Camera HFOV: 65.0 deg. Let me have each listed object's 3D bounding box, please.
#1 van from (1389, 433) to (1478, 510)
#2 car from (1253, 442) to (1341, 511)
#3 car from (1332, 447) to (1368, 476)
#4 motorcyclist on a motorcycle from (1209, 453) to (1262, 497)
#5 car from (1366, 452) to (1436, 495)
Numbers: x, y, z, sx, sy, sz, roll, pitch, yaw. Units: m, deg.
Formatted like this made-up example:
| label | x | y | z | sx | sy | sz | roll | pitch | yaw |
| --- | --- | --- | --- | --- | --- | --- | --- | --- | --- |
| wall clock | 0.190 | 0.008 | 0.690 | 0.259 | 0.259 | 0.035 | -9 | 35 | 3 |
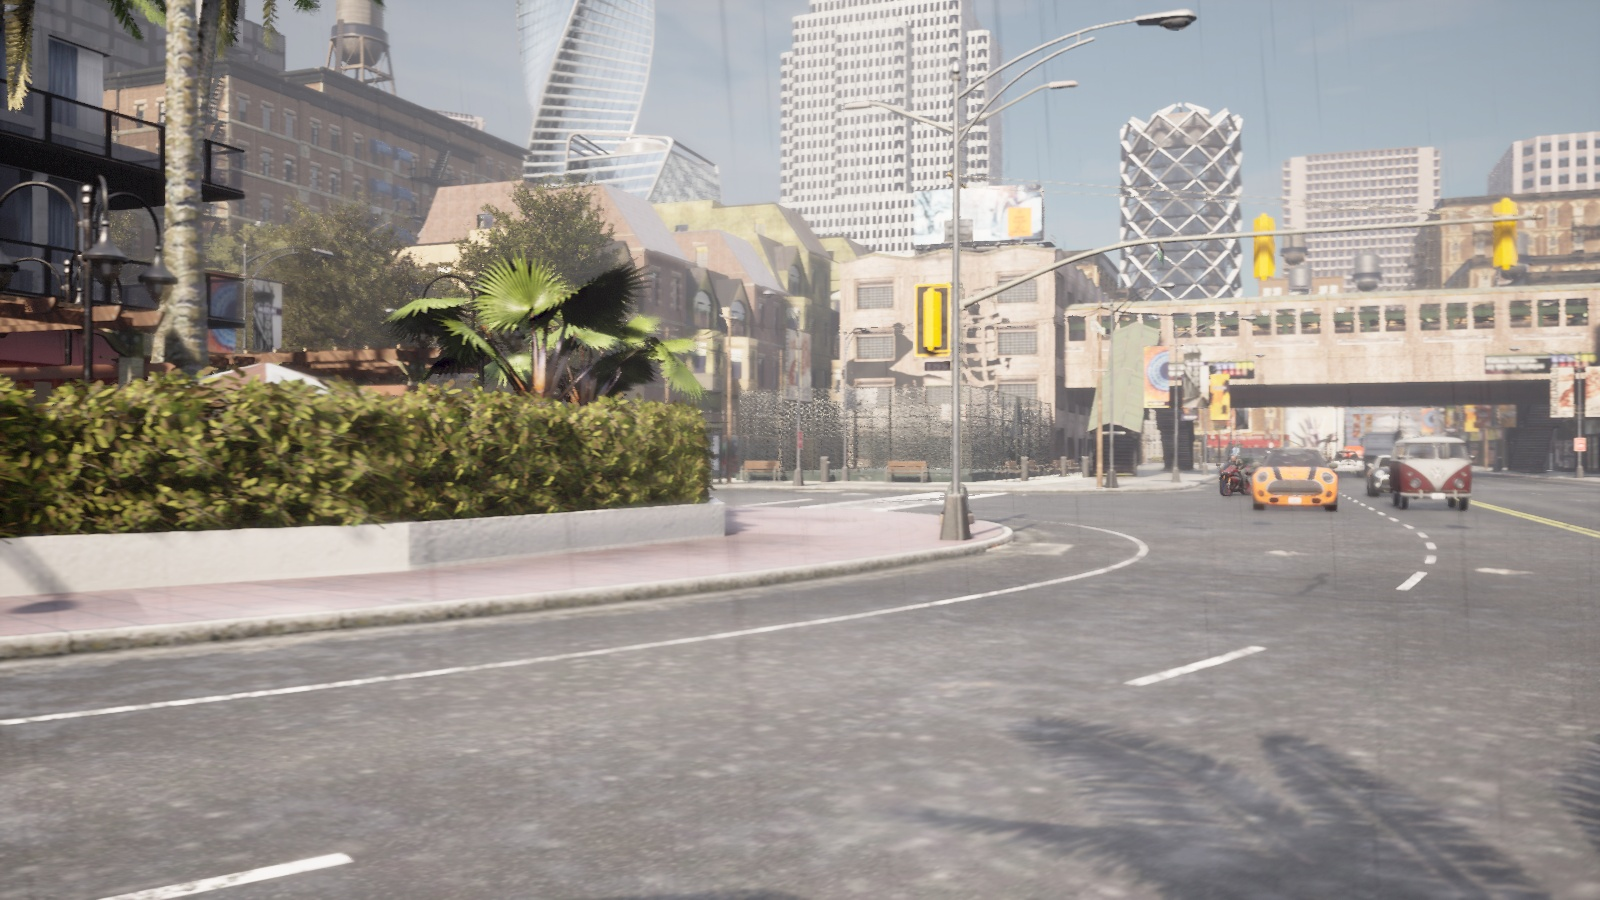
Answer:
| label | x | y | z | sx | sy | sz | roll | pitch | yaw |
| --- | --- | --- | --- | --- | --- | --- | --- | --- | --- |
| van | 17.516 | 0.565 | 34.866 | 1.775 | 1.987 | 4.442 | 0 | 0 | 21 |
| car | 13.622 | 0.680 | 34.510 | 2.097 | 1.767 | 4.553 | 0 | 0 | 21 |
| car | 35.820 | 0.733 | 81.874 | 1.932 | 1.855 | 4.605 | 0 | 0 | 22 |
| motorcyclist on a motorcycle | 15.601 | 0.885 | 44.967 | 2.191 | 1.530 | 0.866 | 0 | -1 | -45 |
| car | 21.409 | 0.800 | 44.871 | 1.970 | 1.475 | 3.806 | 0 | 0 | 21 |
